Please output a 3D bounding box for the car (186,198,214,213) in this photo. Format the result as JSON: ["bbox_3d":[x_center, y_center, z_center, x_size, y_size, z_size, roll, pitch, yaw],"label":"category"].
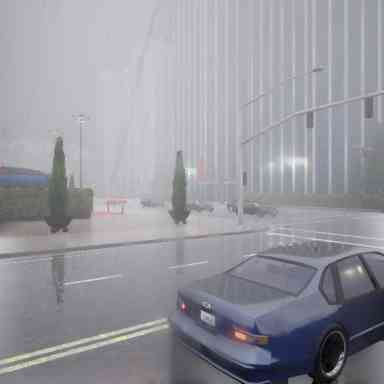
[{"bbox_3d":[0.521,1.526,38.149,1.812,1.442,4.674,0,0,-36],"label":"car"}]

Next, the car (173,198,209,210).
[{"bbox_3d":[-0.220,1.547,45.104,2.033,1.411,5.357,0,0,-36],"label":"car"}]

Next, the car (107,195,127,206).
[{"bbox_3d":[-12.820,1.351,56.627,2.097,1.767,4.553,0,0,-35],"label":"car"}]

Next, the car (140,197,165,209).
[{"bbox_3d":[-5.555,1.505,46.517,1.837,1.490,4.892,0,0,-36],"label":"car"}]

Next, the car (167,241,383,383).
[{"bbox_3d":[2.243,1.547,5.402,5.357,1.411,2.033,0,0,-35],"label":"car"}]

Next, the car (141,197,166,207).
[{"bbox_3d":[-6.246,1.526,53.459,1.812,1.442,4.674,0,0,-36],"label":"car"}]

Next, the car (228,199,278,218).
[{"bbox_3d":[5.809,1.526,30.752,1.812,1.442,4.674,0,0,-34],"label":"car"}]
